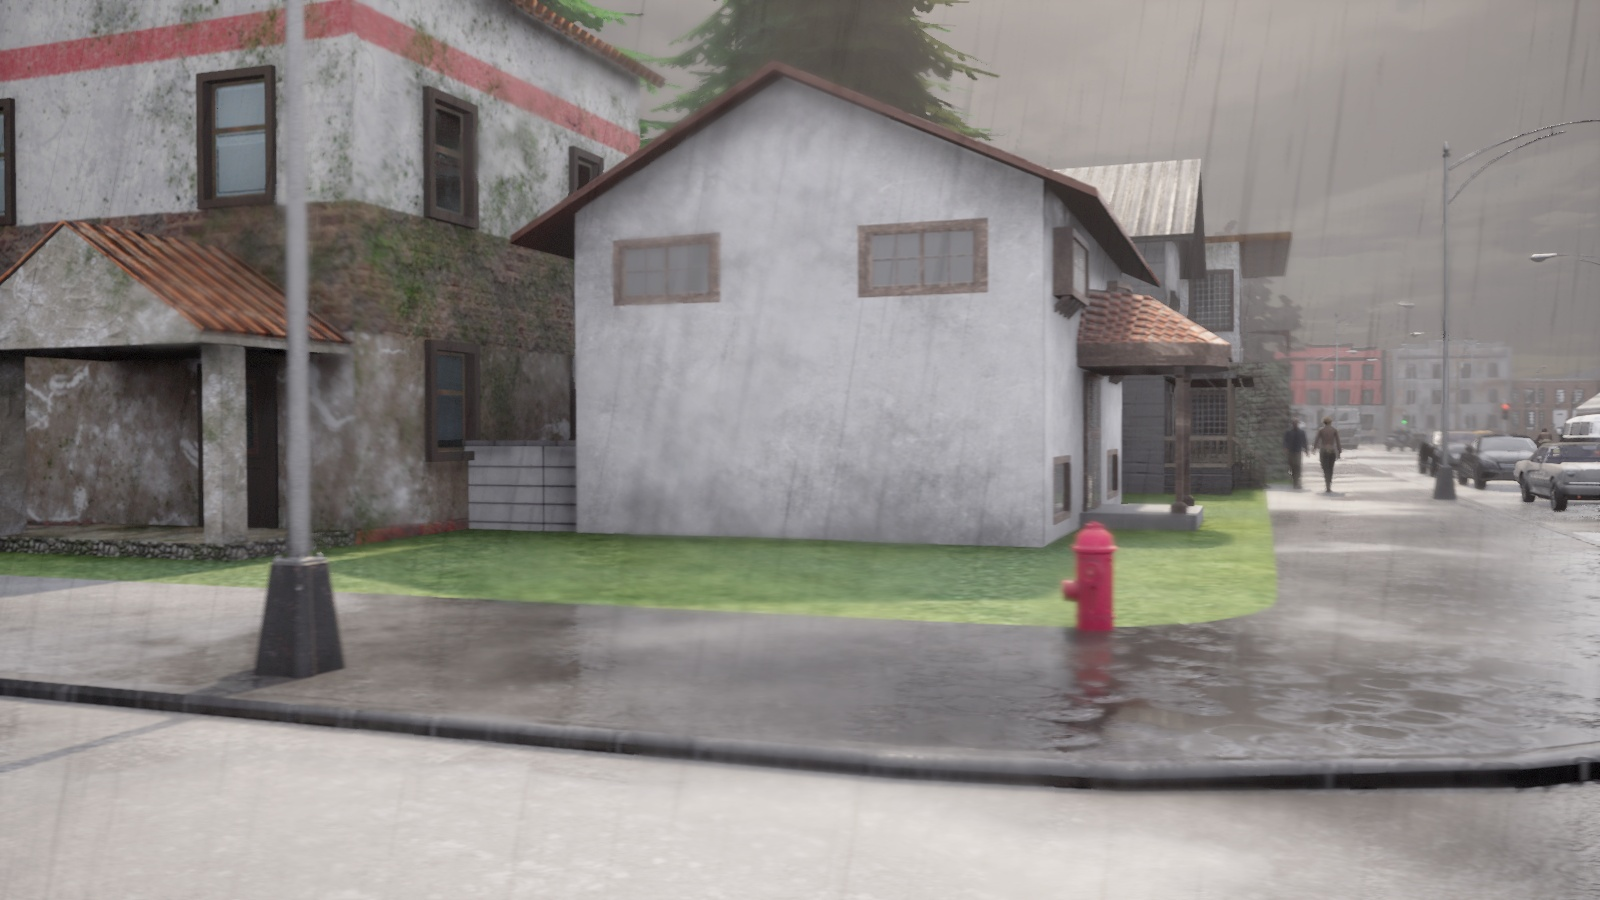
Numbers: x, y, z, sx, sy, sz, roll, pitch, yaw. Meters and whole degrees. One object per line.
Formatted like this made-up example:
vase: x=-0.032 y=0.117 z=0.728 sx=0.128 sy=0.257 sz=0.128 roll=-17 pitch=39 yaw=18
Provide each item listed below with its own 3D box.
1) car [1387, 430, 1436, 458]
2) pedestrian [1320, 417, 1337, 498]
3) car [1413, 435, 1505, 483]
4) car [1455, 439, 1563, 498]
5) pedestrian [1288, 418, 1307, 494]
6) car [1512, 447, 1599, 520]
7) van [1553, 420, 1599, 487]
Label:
car: x=42.783 y=-0.443 z=87.859 sx=1.932 sy=1.855 sz=4.605 roll=2 pitch=2 yaw=41
pedestrian: x=12.311 y=0.167 z=29.257 sx=0.331 sy=1.846 sz=0.634 roll=1 pitch=1 yaw=20
car: x=22.300 y=0.262 z=42.701 sx=2.128 sy=1.511 sz=4.902 roll=1 pitch=1 yaw=20
car: x=19.090 y=0.443 z=34.000 sx=1.812 sy=1.442 sz=4.674 roll=1 pitch=1 yaw=20
pedestrian: x=12.215 y=0.144 z=30.828 sx=0.402 sy=1.842 sz=0.726 roll=1 pitch=1 yaw=20
car: x=15.929 y=0.628 z=25.427 sx=1.895 sy=1.301 sz=4.718 roll=1 pitch=1 yaw=20
van: x=25.429 y=0.086 z=39.618 sx=2.069 sy=2.038 sz=4.480 roll=1 pitch=1 yaw=20
